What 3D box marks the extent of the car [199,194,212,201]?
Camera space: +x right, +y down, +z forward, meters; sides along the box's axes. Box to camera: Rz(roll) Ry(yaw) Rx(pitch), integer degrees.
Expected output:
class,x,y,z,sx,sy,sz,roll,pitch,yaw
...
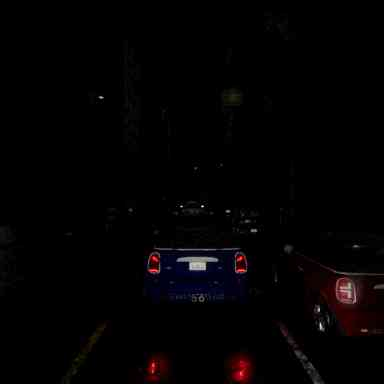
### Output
class,x,y,z,sx,sy,sz,roll,pitch,yaw
car,2.896,1.484,65.624,1.967,1.590,4.097,0,0,0

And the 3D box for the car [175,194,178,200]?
class,x,y,z,sx,sy,sz,roll,pitch,yaw
car,-5.576,1.637,92.510,1.752,1.417,4.829,0,0,0

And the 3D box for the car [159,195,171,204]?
class,x,y,z,sx,sy,sz,roll,pitch,yaw
car,-5.628,1.625,65.638,1.802,1.307,4.206,0,0,0

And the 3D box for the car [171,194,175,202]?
class,x,y,z,sx,sy,sz,roll,pitch,yaw
car,-5.607,1.616,76.455,2.008,1.369,4.403,0,0,0

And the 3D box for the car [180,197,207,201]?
class,x,y,z,sx,sy,sz,roll,pitch,yaw
car,0.003,1.459,27.399,1.801,1.575,5.366,0,0,0

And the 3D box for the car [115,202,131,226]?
class,x,y,z,sx,sy,sz,roll,pitch,yaw
car,-5.669,1.584,23.034,1.802,1.307,4.206,0,0,0

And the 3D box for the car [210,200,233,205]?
class,x,y,z,sx,sy,sz,roll,pitch,yaw
car,2.858,1.569,28.534,1.947,1.339,4.313,0,0,0

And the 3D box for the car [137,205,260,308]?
class,x,y,z,sx,sy,sz,roll,pitch,yaw
car,0.100,1.352,8.097,2.097,1.767,4.553,0,0,0

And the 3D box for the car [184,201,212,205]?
class,x,y,z,sx,sy,sz,roll,pitch,yaw
car,0.098,1.479,17.377,1.882,1.535,5.008,0,0,0

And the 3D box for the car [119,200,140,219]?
class,x,y,z,sx,sy,sz,roll,pitch,yaw
car,-5.668,1.443,28.535,1.967,1.590,4.097,0,0,0

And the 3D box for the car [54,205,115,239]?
class,x,y,z,sx,sy,sz,roll,pitch,yaw
car,-5.669,1.567,17.532,1.947,1.339,4.313,0,0,0

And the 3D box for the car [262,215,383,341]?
class,x,y,z,sx,sy,sz,roll,pitch,yaw
car,2.855,1.440,6.528,1.967,1.590,4.097,0,0,0

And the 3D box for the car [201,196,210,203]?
class,x,y,z,sx,sy,sz,roll,pitch,yaw
car,2.907,1.579,71.203,1.752,1.417,4.829,0,0,0

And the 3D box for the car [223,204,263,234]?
class,x,y,z,sx,sy,sz,roll,pitch,yaw
car,2.856,1.552,17.531,2.008,1.369,4.403,0,0,0
